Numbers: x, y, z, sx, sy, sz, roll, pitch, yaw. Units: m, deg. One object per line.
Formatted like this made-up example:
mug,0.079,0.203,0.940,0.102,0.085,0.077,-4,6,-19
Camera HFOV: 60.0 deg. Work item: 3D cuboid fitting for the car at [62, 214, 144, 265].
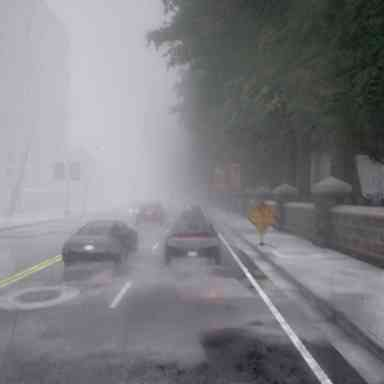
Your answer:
car,-3.206,1.734,12.414,1.994,1.385,4.181,0,-1,0

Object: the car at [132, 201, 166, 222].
car,-3.216,1.716,27.228,2.097,1.767,4.553,0,-1,0

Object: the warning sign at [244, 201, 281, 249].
warning sign,2.843,1.300,13.561,1.300,1.860,1.060,0,-1,0

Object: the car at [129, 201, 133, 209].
car,-9.817,2.267,58.619,2.128,1.511,4.902,0,-1,1

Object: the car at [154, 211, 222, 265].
car,0.040,1.659,12.294,2.128,1.511,4.902,0,-1,0

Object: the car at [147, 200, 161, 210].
car,-6.567,2.252,58.540,1.882,1.535,5.008,0,-1,1

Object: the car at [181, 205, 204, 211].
car,0.043,1.859,28.520,1.882,1.535,5.008,0,0,0
